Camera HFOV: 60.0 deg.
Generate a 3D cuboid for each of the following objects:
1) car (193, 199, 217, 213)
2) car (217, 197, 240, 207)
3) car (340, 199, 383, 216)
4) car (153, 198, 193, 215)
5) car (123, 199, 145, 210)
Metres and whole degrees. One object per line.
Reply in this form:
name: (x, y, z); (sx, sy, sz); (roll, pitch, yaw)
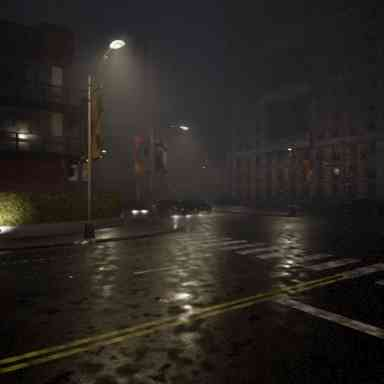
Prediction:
car: (0.228, 1.478, 37.165); (1.882, 1.535, 5.008); (0, 0, -35)
car: (5.076, 1.477, 50.616); (1.882, 1.535, 5.008); (0, 0, -35)
car: (17.346, 1.477, 33.106); (1.882, 1.535, 5.008); (0, 0, -35)
car: (-2.295, 1.505, 34.663); (1.837, 1.490, 4.892); (0, 0, -35)
car: (-7.570, 1.564, 42.251); (1.994, 1.385, 4.181); (0, 0, -35)
